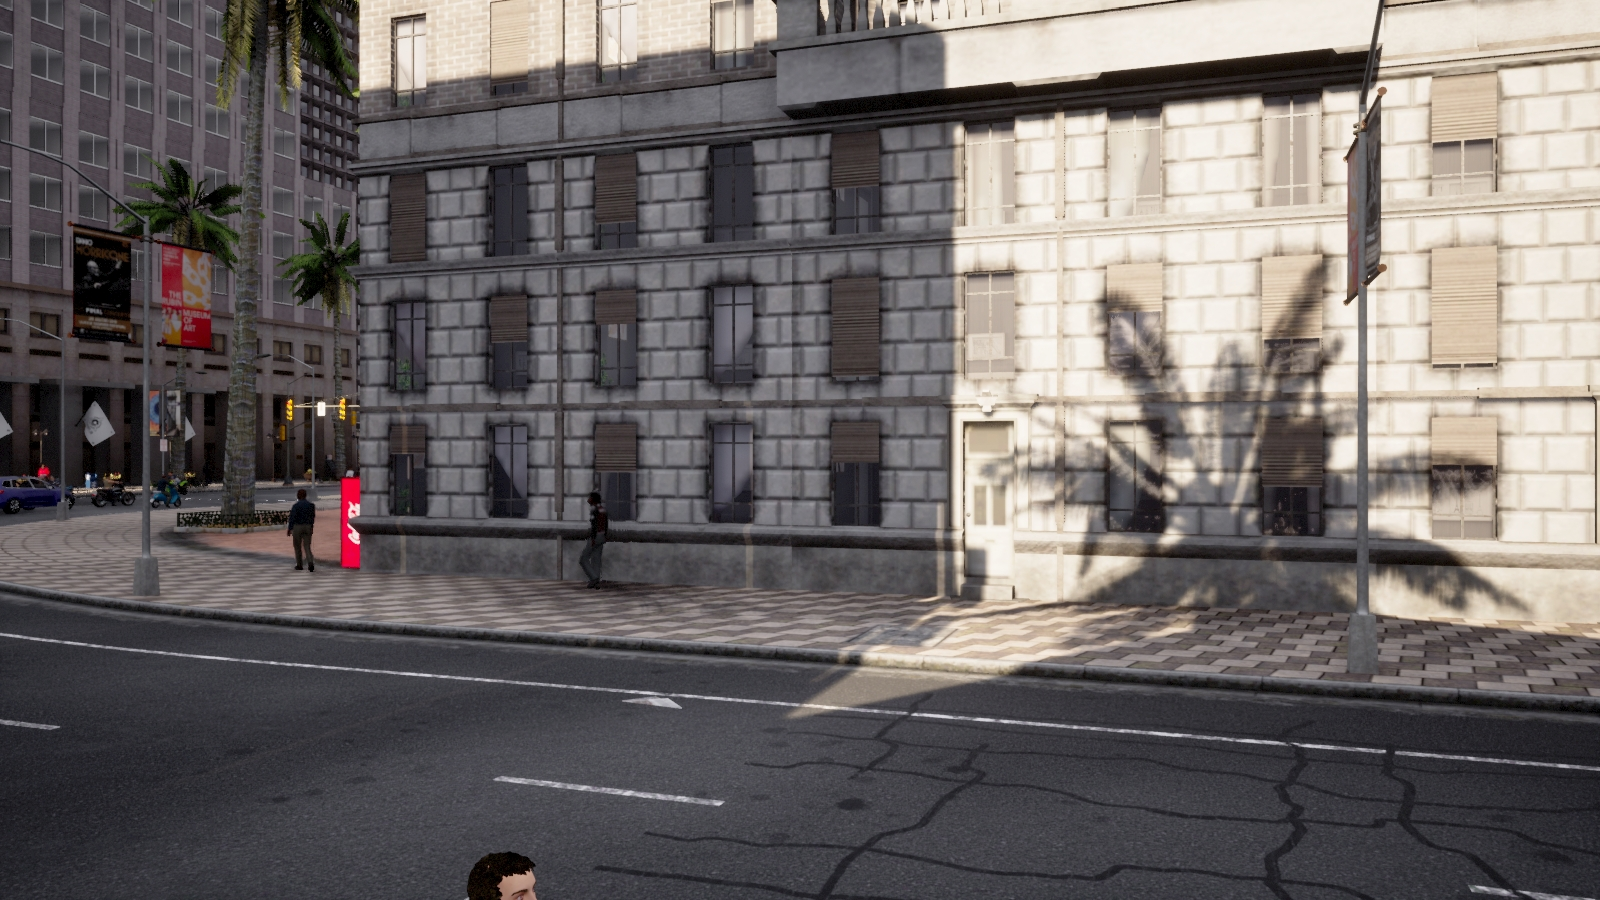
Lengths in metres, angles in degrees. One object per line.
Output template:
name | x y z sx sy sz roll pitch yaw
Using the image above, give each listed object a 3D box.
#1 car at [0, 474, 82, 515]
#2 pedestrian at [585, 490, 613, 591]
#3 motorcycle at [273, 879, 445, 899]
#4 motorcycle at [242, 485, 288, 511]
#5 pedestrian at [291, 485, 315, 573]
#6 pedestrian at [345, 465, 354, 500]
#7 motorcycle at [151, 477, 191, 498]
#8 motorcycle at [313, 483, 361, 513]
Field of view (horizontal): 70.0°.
car | -35.215 1.968 51.598 2.242 1.667 4.611 0 0 9
pedestrian | -3.785 1.696 21.486 0.375 1.860 0.375 0 0 23
motorcycle | -1.030 2.213 3.640 2.033 1.145 0.803 0 0 20
motorcycle | -24.856 2.213 53.133 0.803 1.145 2.033 0 0 17
pedestrian | -10.765 1.696 24.737 0.375 1.860 0.375 0 0 45
pedestrian | -23.603 1.696 59.868 0.375 1.860 0.375 0 0 -19
motorcycle | -37.546 2.213 68.231 0.803 1.145 2.033 1 1 25
motorcycle | -21.134 2.170 52.239 0.764 1.277 2.356 0 0 16
